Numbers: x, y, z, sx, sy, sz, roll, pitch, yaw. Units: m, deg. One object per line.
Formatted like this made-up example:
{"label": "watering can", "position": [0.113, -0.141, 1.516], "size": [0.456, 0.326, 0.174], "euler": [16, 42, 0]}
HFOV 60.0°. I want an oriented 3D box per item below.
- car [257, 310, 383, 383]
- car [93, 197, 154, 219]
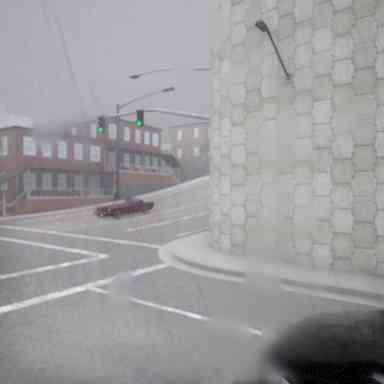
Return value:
{"label": "car", "position": [2.783, 1.494, 1.978], "size": [4.902, 1.511, 2.128], "euler": [0, 0, 36]}
{"label": "car", "position": [-5.078, 1.152, 25.104], "size": [1.895, 1.301, 4.718], "euler": [0, 5, 35]}
